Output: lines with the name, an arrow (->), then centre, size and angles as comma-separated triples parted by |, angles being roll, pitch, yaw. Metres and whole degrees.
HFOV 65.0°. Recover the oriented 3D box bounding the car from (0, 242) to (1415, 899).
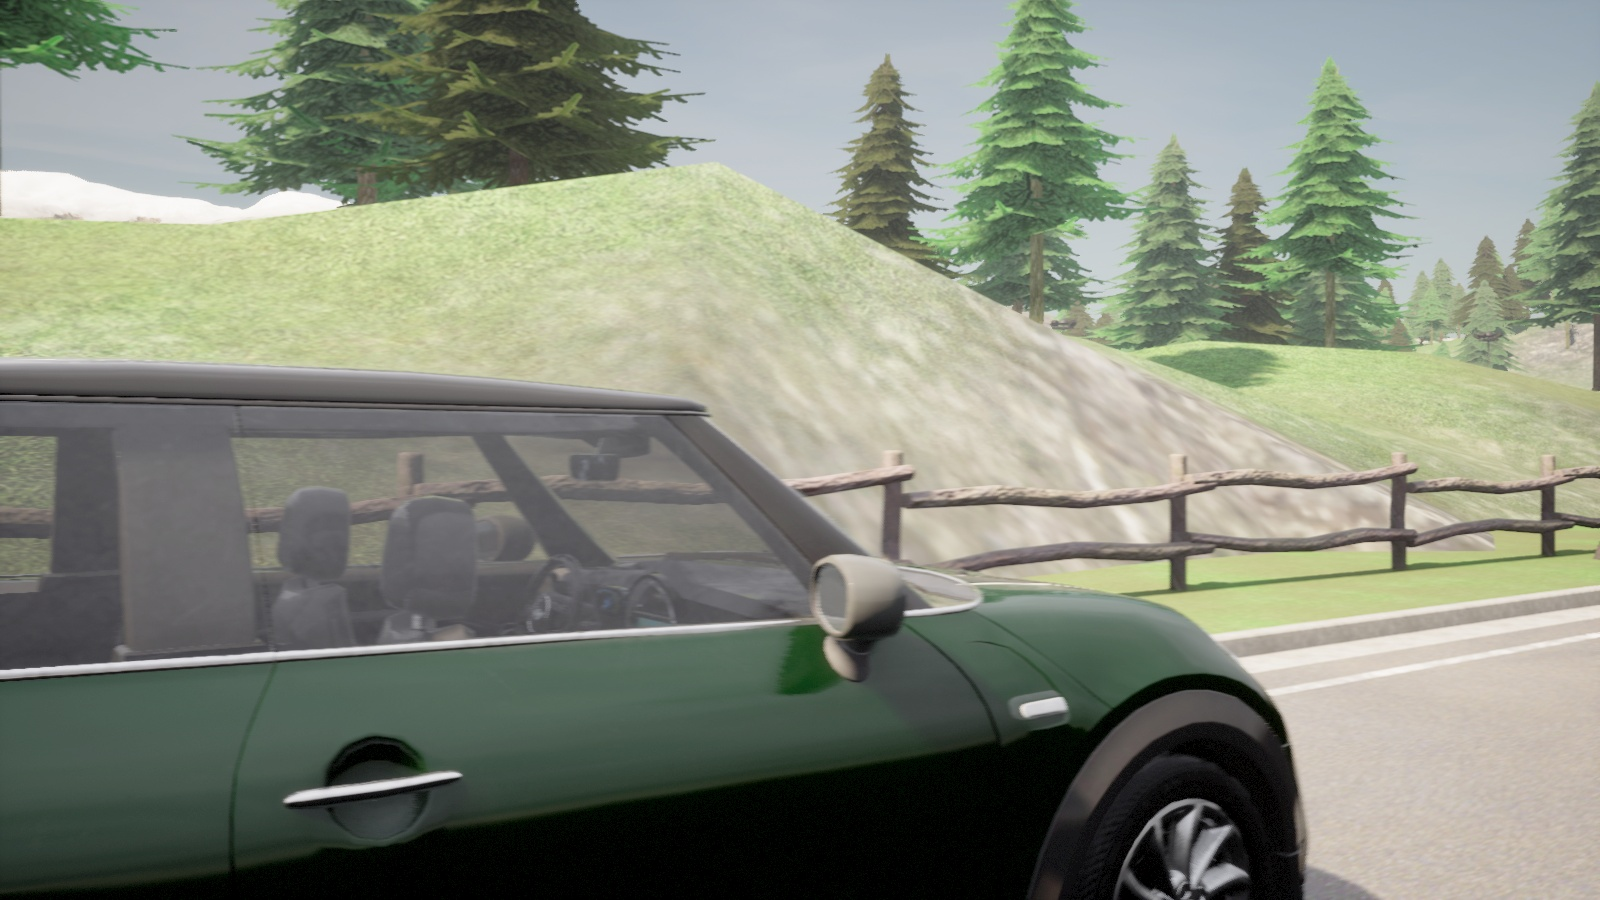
car -> -0.700, 0.612, 3.172 | 4.553, 1.767, 2.097 | 0, 0, -35
